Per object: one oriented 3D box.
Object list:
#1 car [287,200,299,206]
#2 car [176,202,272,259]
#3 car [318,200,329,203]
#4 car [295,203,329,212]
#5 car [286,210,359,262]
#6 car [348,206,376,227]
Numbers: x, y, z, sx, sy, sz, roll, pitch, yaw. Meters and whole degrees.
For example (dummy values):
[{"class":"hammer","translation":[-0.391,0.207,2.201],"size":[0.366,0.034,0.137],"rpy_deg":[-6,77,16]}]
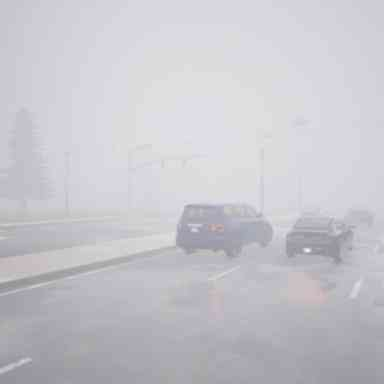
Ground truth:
[{"class":"car","translation":[24.851,2.711,81.536],"size":[1.994,1.385,4.181],"rpy_deg":[-1,-1,32]},{"class":"car","translation":[1.551,1.444,13.984],"size":[2.150,2.045,5.566],"rpy_deg":[-1,-1,33]},{"class":"car","translation":[30.798,2.586,77.845],"size":[2.128,1.511,4.902],"rpy_deg":[-1,-1,32]},{"class":"car","translation":[10.469,1.919,28.269],"size":[1.812,1.442,4.674],"rpy_deg":[-1,-1,32]},{"class":"car","translation":[5.133,1.689,13.076],"size":[1.837,1.490,4.892],"rpy_deg":[-1,-1,33]},{"class":"car","translation":[13.081,1.829,25.843],"size":[2.128,1.511,4.902],"rpy_deg":[-1,-1,32]}]
